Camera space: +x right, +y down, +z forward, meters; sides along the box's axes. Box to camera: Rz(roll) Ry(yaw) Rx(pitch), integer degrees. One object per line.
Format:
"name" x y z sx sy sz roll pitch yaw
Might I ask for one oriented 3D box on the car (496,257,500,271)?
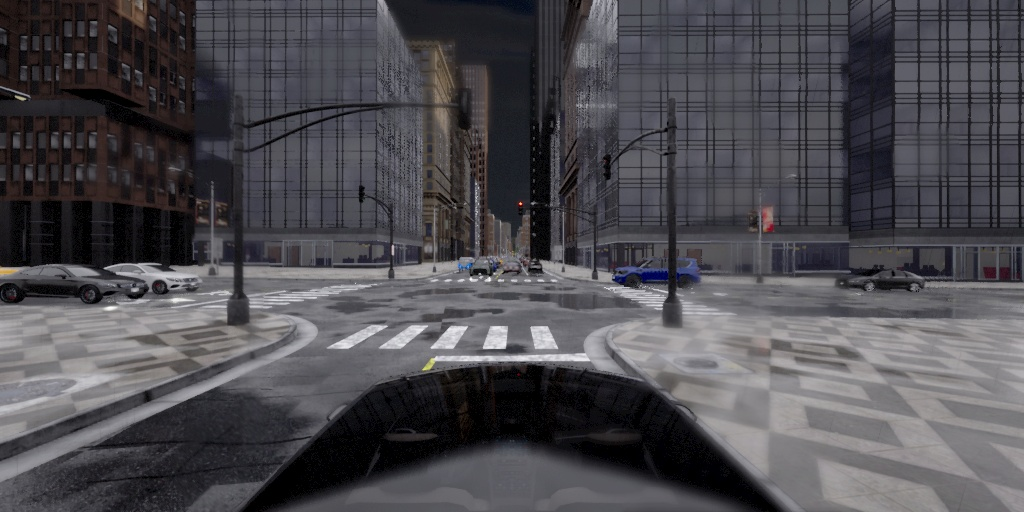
"car" -2.932 1.195 44.629 1.882 1.535 5.008 0 0 1

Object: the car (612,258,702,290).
"car" 9.660 1.136 24.085 5.566 2.045 2.150 1 0 3

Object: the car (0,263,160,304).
"car" -17.234 1.047 14.121 4.674 1.442 1.812 1 0 -1

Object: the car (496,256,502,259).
"car" -2.871 1.206 54.946 1.837 1.490 4.892 0 0 1

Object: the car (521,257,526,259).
"car" 2.926 1.270 61.621 1.802 1.307 4.207 0 0 0

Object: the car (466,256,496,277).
"car" -2.966 1.080 35.508 2.097 1.767 4.553 0 0 0

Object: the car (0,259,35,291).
"car" -26.907 0.887 17.418 5.008 1.535 1.882 1 0 1

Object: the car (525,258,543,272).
"car" 2.834 1.283 44.673 1.948 1.339 4.313 0 0 0

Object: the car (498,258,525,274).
"car" 0.044 1.271 39.702 2.033 1.411 5.357 0 0 4

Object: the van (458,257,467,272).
"van" -5.691 1.058 44.719 1.690 1.789 3.998 0 0 0

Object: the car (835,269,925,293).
"car" 24.414 1.619 23.883 4.892 1.490 1.837 1 0 0

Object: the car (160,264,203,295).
"car" -17.762 1.052 17.377 4.674 1.442 1.812 1 0 0
